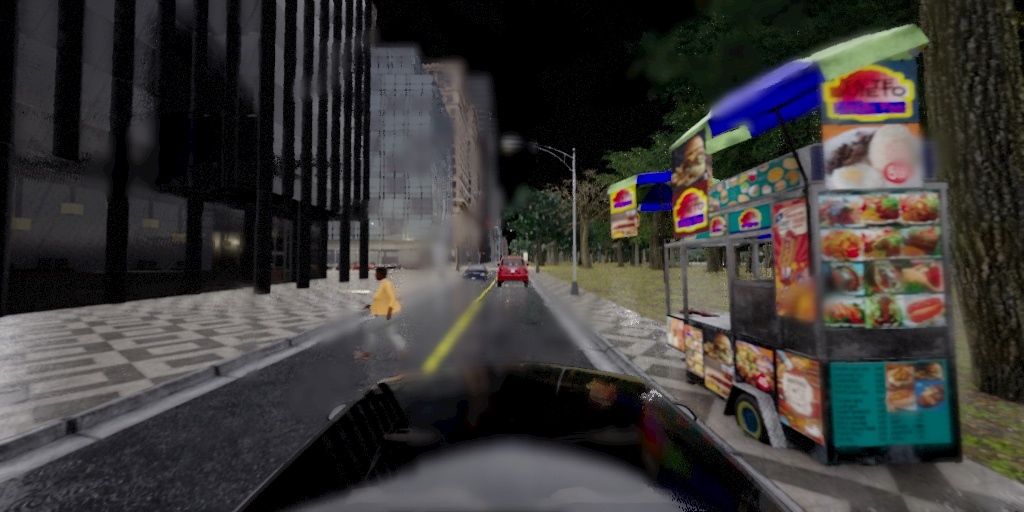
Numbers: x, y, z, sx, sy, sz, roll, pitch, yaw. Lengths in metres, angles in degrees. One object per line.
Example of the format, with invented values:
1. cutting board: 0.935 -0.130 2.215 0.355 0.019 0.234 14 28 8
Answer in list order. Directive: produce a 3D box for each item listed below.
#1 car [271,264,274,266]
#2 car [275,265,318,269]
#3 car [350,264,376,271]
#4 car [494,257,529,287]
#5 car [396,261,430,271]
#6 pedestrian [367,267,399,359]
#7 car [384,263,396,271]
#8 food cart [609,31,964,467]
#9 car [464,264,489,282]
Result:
1. car: -35.281 1.478 50.183 4.829 1.417 1.751 0 0 0
2. car: -29.964 1.495 50.189 4.507 1.381 1.888 0 0 0
3. car: -24.483 1.800 58.717 4.207 1.307 1.802 0 0 0
4. car: 0.088 1.102 26.419 2.150 2.045 5.566 0 0 1
5. car: -13.533 1.380 50.209 4.097 1.591 1.967 0 0 -1
6. pedestrian: -2.449 1.067 6.838 0.375 1.860 0.375 2 -2 -10
7. car: -18.996 1.780 58.724 4.313 1.339 1.948 0 0 0
8. food cart: 3.135 0.229 4.825 2.280 3.560 4.660 0 0 0
9. car: -3.074 1.459 31.840 2.033 1.411 5.357 0 0 0
